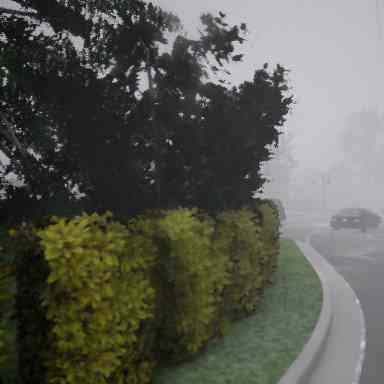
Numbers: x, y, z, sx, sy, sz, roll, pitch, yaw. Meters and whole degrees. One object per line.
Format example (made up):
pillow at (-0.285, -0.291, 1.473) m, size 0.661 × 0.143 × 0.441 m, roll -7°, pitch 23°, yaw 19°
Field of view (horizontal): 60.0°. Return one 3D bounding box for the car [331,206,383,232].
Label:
car at (10.521, 1.696, 21.199) m, size 2.033 × 1.411 × 5.357 m, roll -1°, pitch -1°, yaw 41°

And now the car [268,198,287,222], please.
car at (3.917, 1.457, 23.395) m, size 5.566 × 2.045 × 2.150 m, roll 0°, pitch 0°, yaw -16°
